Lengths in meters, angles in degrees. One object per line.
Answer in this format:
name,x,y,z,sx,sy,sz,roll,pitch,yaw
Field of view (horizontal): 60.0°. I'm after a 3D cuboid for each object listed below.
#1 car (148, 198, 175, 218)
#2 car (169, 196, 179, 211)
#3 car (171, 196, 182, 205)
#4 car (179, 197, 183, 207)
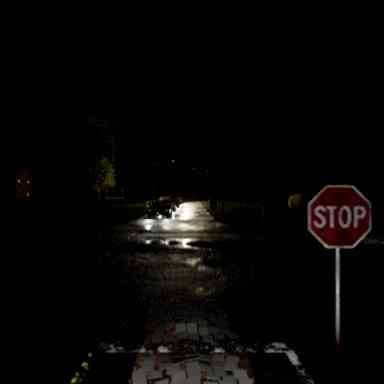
car,-2.860,1.546,30.312,1.812,1.442,4.674,0,0,1
car,-2.837,1.551,39.348,1.812,1.442,4.674,0,0,0
car,-2.781,1.563,61.296,1.812,1.442,4.674,0,1,1
car,-2.822,1.509,49.786,1.882,1.535,5.008,0,0,0
